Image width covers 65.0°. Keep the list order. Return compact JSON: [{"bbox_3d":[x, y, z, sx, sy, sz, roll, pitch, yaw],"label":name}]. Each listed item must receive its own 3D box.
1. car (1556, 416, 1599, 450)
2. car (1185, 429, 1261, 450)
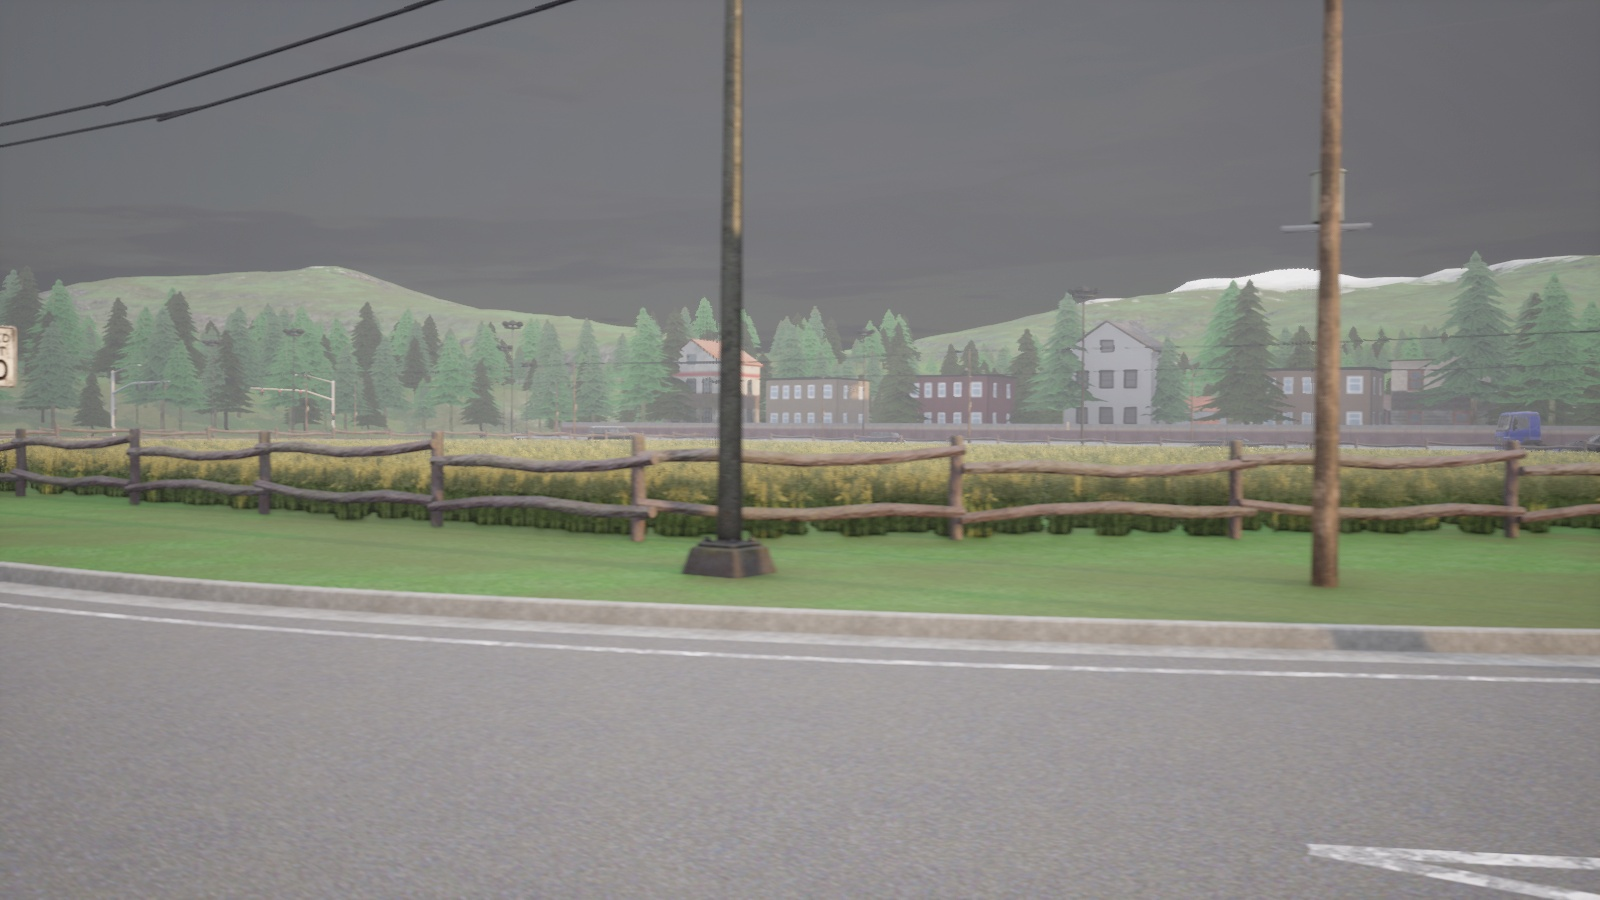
[{"bbox_3d":[49.434,-1.041,76.431,5.566,2.045,2.150,0,1,20],"label":"car"},{"bbox_3d":[30.578,-0.772,90.739,4.892,1.490,1.837,0,1,34],"label":"car"}]
